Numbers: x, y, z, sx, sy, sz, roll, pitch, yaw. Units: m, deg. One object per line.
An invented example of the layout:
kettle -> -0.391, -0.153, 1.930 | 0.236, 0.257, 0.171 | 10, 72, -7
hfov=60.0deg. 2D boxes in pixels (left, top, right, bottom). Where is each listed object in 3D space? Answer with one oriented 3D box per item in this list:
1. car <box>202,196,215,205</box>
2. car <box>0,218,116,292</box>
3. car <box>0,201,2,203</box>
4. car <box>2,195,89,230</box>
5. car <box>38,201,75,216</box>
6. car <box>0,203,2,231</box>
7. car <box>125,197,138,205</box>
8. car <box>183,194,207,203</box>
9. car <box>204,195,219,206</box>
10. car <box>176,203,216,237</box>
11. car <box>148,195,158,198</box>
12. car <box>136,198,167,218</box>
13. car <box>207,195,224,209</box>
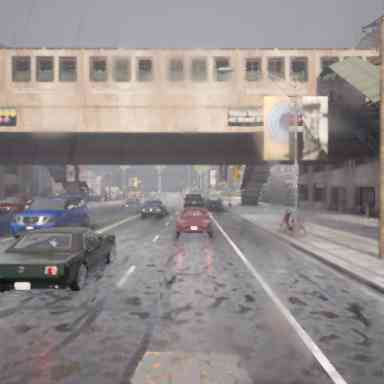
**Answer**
car -> 3.055, 1.485, 62.102 | 2.097, 1.535, 5.008 | 0, 0, 0
car -> -3.400, 1.602, 8.907 | 1.895, 1.301, 4.718 | 0, 0, 0
car -> -13.547, 1.231, 26.287 | 2.435, 2.045, 5.566 | 0, 0, 0
car -> -7.095, 1.222, 17.307 | 2.150, 2.045, 5.566 | 0, 0, 0
car -> -13.588, 1.598, 33.683 | 1.895, 1.301, 4.718 | 0, 0, 0
car -> -10.596, 1.527, 17.135 | 1.812, 1.442, 4.674 | 0, 0, 0
car -> -10.392, 1.569, 58.604 | 1.994, 1.385, 4.181 | 0, 0, 1
car -> 0.189, 1.224, 37.252 | 2.150, 2.045, 5.566 | 0, 0, 0
car -> 3.190, 1.359, 55.677 | 2.185, 1.767, 4.553 | 0, 0, 0
car -> 0.102, 1.527, 17.922 | 1.812, 1.442, 4.674 | 0, 0, 0
car -> -6.892, 1.357, 58.213 | 2.097, 1.767, 4.553 | 0, 0, 1
car -> -3.369, 1.550, 29.990 | 2.033, 1.411, 5.357 | 0, 0, 0
car -> 3.149, 1.485, 44.902 | 2.231, 1.521, 4.892 | 0, 0, 10
